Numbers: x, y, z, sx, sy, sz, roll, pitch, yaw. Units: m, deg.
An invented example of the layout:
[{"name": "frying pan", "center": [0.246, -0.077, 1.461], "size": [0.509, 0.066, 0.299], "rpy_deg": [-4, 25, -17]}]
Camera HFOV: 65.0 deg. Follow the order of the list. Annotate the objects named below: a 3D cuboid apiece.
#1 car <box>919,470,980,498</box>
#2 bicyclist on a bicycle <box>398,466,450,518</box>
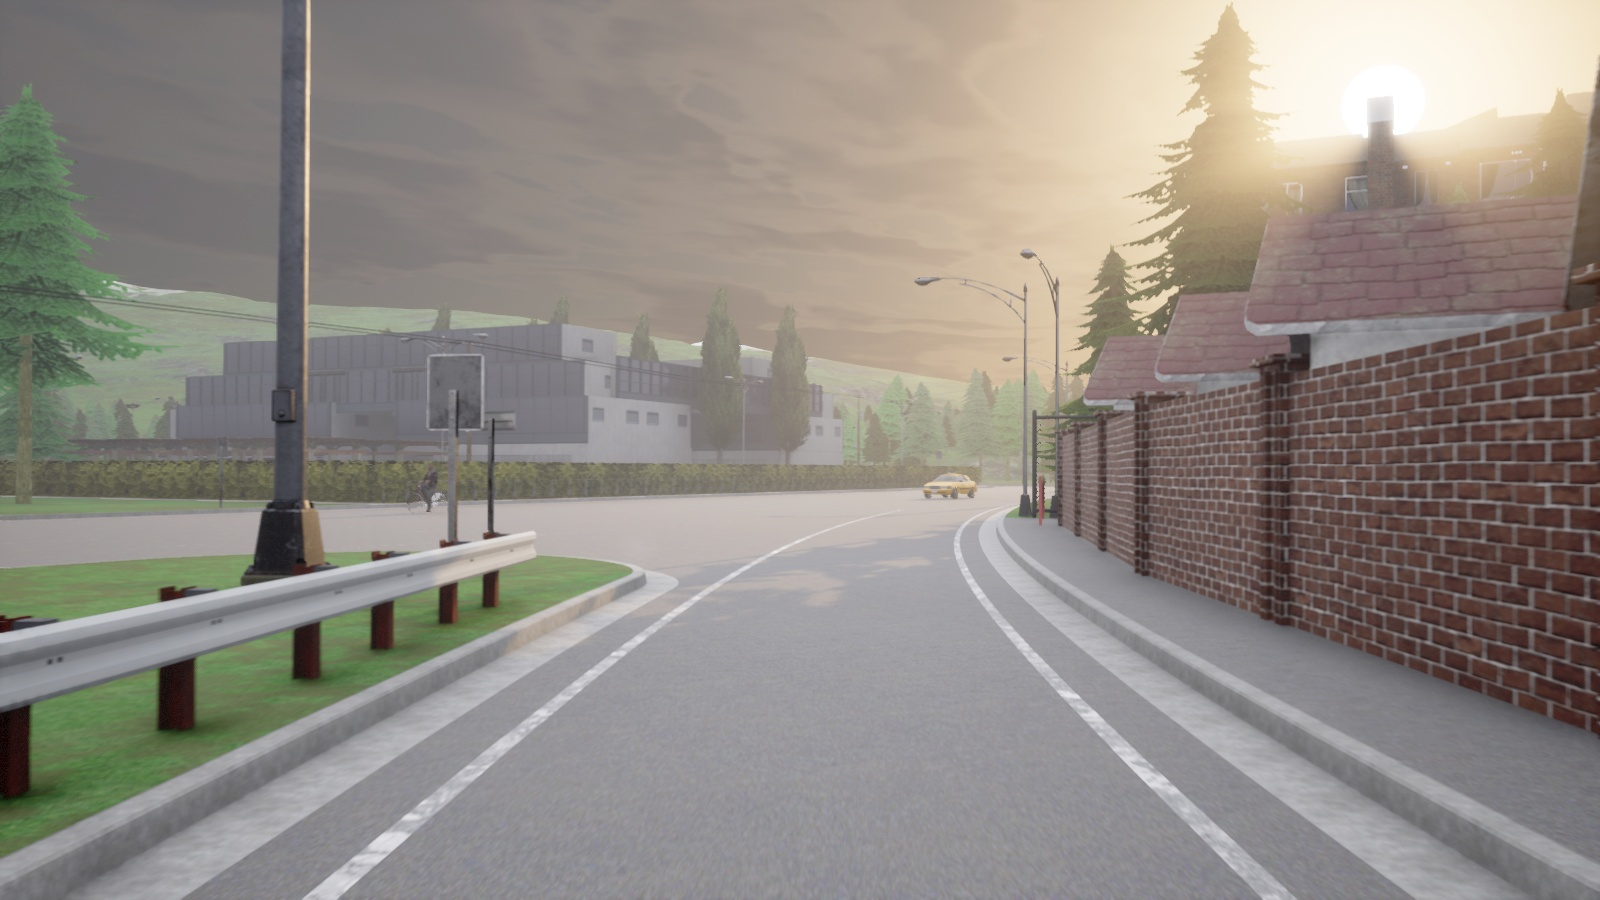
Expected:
[{"name": "car", "center": [8.689, 1.932, 72.379], "size": [1.801, 1.575, 5.366], "rpy_deg": [-1, -1, 26]}, {"name": "bicyclist on a bicycle", "center": [-13.126, 1.470, 43.912], "size": [0.659, 1.776, 1.843], "rpy_deg": [-1, -1, 26]}]
